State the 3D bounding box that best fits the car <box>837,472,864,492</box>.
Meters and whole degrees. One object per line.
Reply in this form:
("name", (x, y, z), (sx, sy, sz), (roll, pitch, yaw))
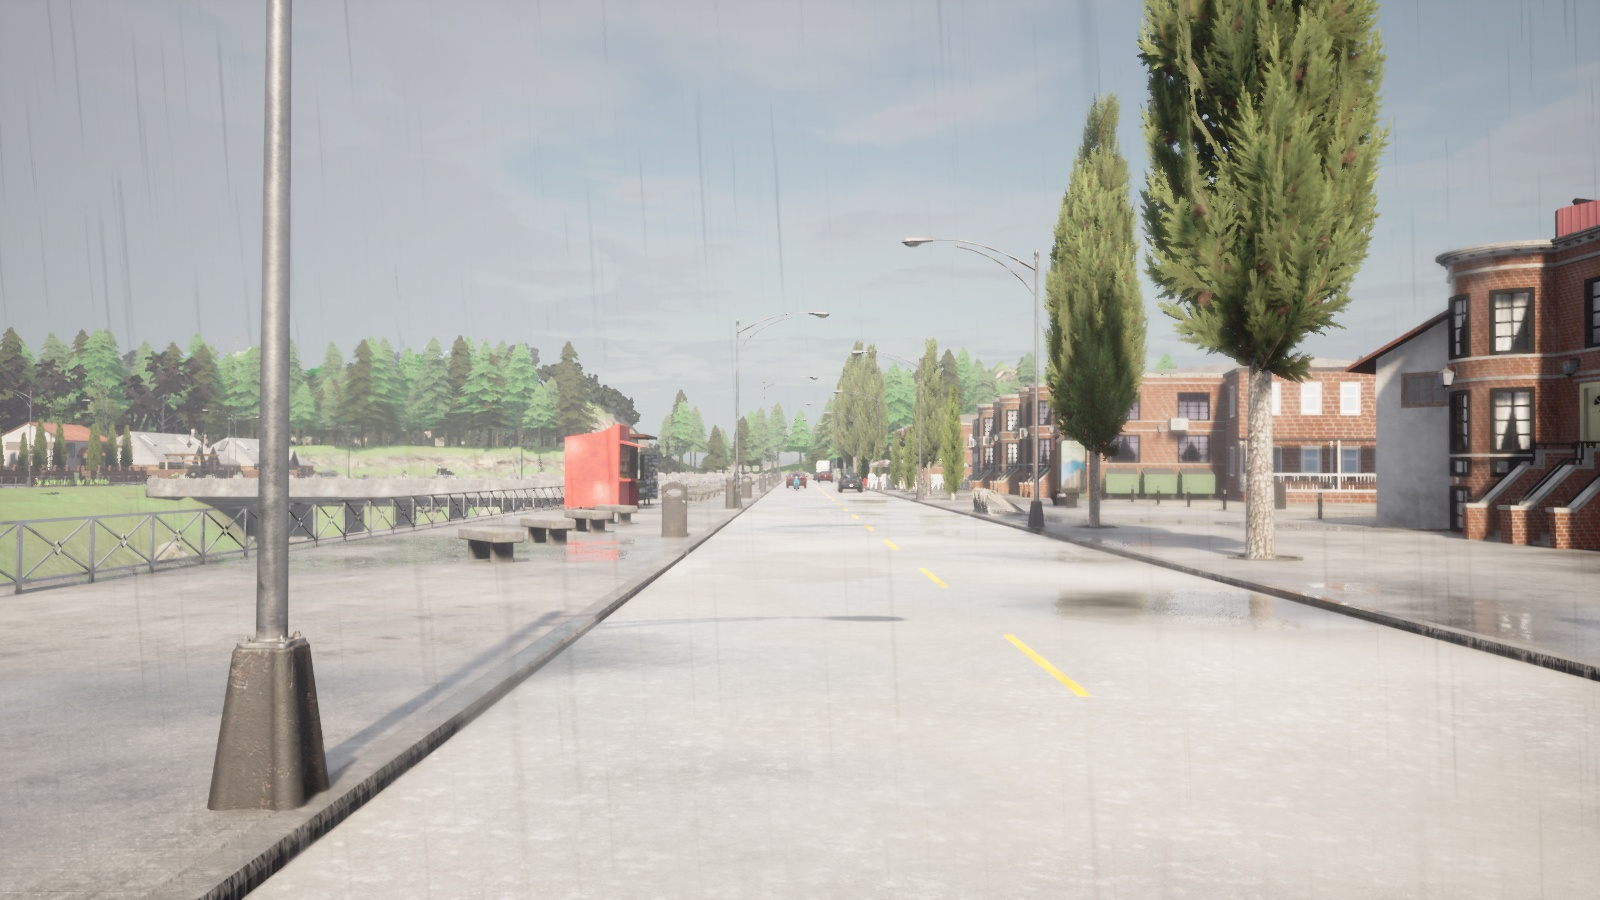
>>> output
("car", (3.755, 2.391, 93.759), (1.816, 1.474, 4.193), (0, -1, 0))
